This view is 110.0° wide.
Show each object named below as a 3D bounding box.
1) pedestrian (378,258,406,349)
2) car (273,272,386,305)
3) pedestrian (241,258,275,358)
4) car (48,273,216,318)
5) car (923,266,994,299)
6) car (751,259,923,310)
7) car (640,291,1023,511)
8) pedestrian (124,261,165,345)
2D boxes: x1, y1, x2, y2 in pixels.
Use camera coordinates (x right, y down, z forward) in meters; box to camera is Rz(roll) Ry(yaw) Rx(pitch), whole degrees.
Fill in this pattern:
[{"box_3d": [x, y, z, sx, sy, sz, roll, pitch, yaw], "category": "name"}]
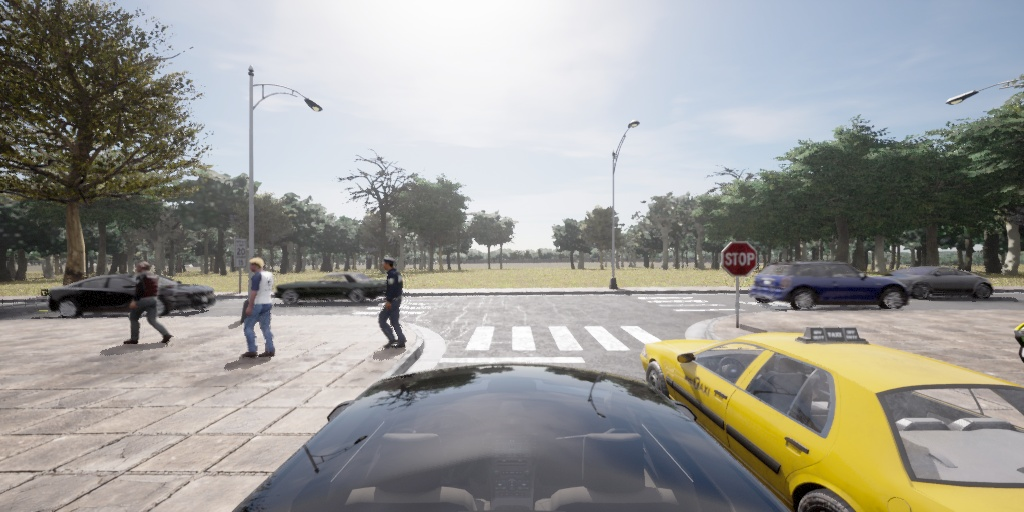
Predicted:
[{"box_3d": [-2.375, 0.891, 7.085, 0.375, 1.860, 0.375, 0, 0, 0], "category": "pedestrian"}, {"box_3d": [-7.973, 1.420, 16.207, 4.718, 1.301, 1.895, -1, 0, 0], "category": "car"}, {"box_3d": [-4.603, 0.904, 6.490, 0.375, 1.860, 0.375, 0, 0, 0], "category": "pedestrian"}, {"box_3d": [-13.878, 1.389, 13.290, 5.008, 1.535, 1.882, -1, 0, 0], "category": "car"}, {"box_3d": [18.481, 1.157, 16.051, 4.181, 1.385, 1.994, 0, 0, 0], "category": "car"}, {"box_3d": [11.492, 0.980, 13.140, 4.553, 1.767, 2.097, 0, 0, 0], "category": "car"}, {"box_3d": [2.637, 1.275, 3.225, 1.751, 1.417, 4.829, 0, 0, 0], "category": "car"}, {"box_3d": [-7.884, 0.965, 7.695, 0.375, 1.860, 0.375, 0, 0, 0], "category": "pedestrian"}]
